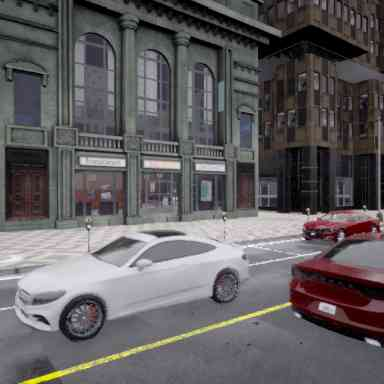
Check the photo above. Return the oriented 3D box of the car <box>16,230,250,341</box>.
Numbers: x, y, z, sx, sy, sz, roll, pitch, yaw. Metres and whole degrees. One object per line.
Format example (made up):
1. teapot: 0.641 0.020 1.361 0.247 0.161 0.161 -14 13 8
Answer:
1. car: -0.868 1.525 6.623 4.674 1.442 1.812 0 0 -36

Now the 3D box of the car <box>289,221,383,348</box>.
1. car: 3.908 1.478 6.098 5.008 1.535 1.882 0 0 -36

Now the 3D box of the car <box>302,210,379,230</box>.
1. car: 6.996 1.547 15.505 4.507 1.381 1.887 0 0 -35
